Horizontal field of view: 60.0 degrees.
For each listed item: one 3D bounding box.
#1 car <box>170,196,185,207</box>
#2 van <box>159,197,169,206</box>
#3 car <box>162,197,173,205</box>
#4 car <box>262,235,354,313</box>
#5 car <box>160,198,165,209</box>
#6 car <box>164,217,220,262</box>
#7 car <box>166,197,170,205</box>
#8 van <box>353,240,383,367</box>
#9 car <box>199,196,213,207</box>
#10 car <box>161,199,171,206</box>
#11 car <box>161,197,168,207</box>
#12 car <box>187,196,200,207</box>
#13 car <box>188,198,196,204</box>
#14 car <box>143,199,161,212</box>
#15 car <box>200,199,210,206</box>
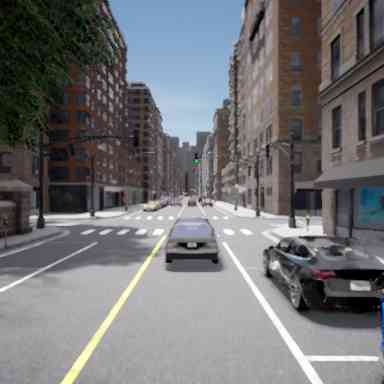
[{"bbox_3d":[-3.011,1.950,64.373,2.097,1.767,4.553,0,-1,0],"label":"car"},{"bbox_3d":[-5.658,1.970,67.523,1.690,1.788,3.998,0,-1,0],"label":"van"},{"bbox_3d":[-5.656,2.054,78.424,2.192,1.841,5.009,0,-1,0],"label":"car"},{"bbox_3d":[2.858,1.640,7.730,1.947,1.339,4.313,0,-1,0],"label":"car"},{"bbox_3d":[-5.660,2.021,51.169,2.008,1.369,4.403,0,-1,0],"label":"car"},{"bbox_3d":[0.013,1.666,12.540,2.033,1.411,5.357,0,-1,0],"label":"car"},{"bbox_3d":[-5.658,2.120,62.071,1.887,1.381,4.507,0,-1,0],"label":"car"},{"bbox_3d":[2.857,1.362,2.073,1.690,1.788,3.998,0,-1,0],"label":"van"},{"bbox_3d":[2.866,2.016,62.106,1.967,1.590,4.097,0,-1,0],"label":"car"},{"bbox_3d":[-5.656,2.234,72.972,2.008,1.369,4.403,0,-1,0],"label":"car"},{"bbox_3d":[-5.659,2.067,56.620,1.887,1.381,4.507,0,-1,0],"label":"car"},{"bbox_3d":[0.035,2.115,66.851,2.128,1.511,4.902,0,0,1],"label":"car"},{"bbox_3d":[0.014,2.202,80.693,1.812,1.442,4.674,0,-1,0],"label":"car"},{"bbox_3d":[-5.661,1.943,45.549,1.752,1.417,4.829,0,-1,0],"label":"car"},{"bbox_3d":[2.869,2.234,73.002,2.008,1.369,4.403,0,-1,0],"label":"car"}]
